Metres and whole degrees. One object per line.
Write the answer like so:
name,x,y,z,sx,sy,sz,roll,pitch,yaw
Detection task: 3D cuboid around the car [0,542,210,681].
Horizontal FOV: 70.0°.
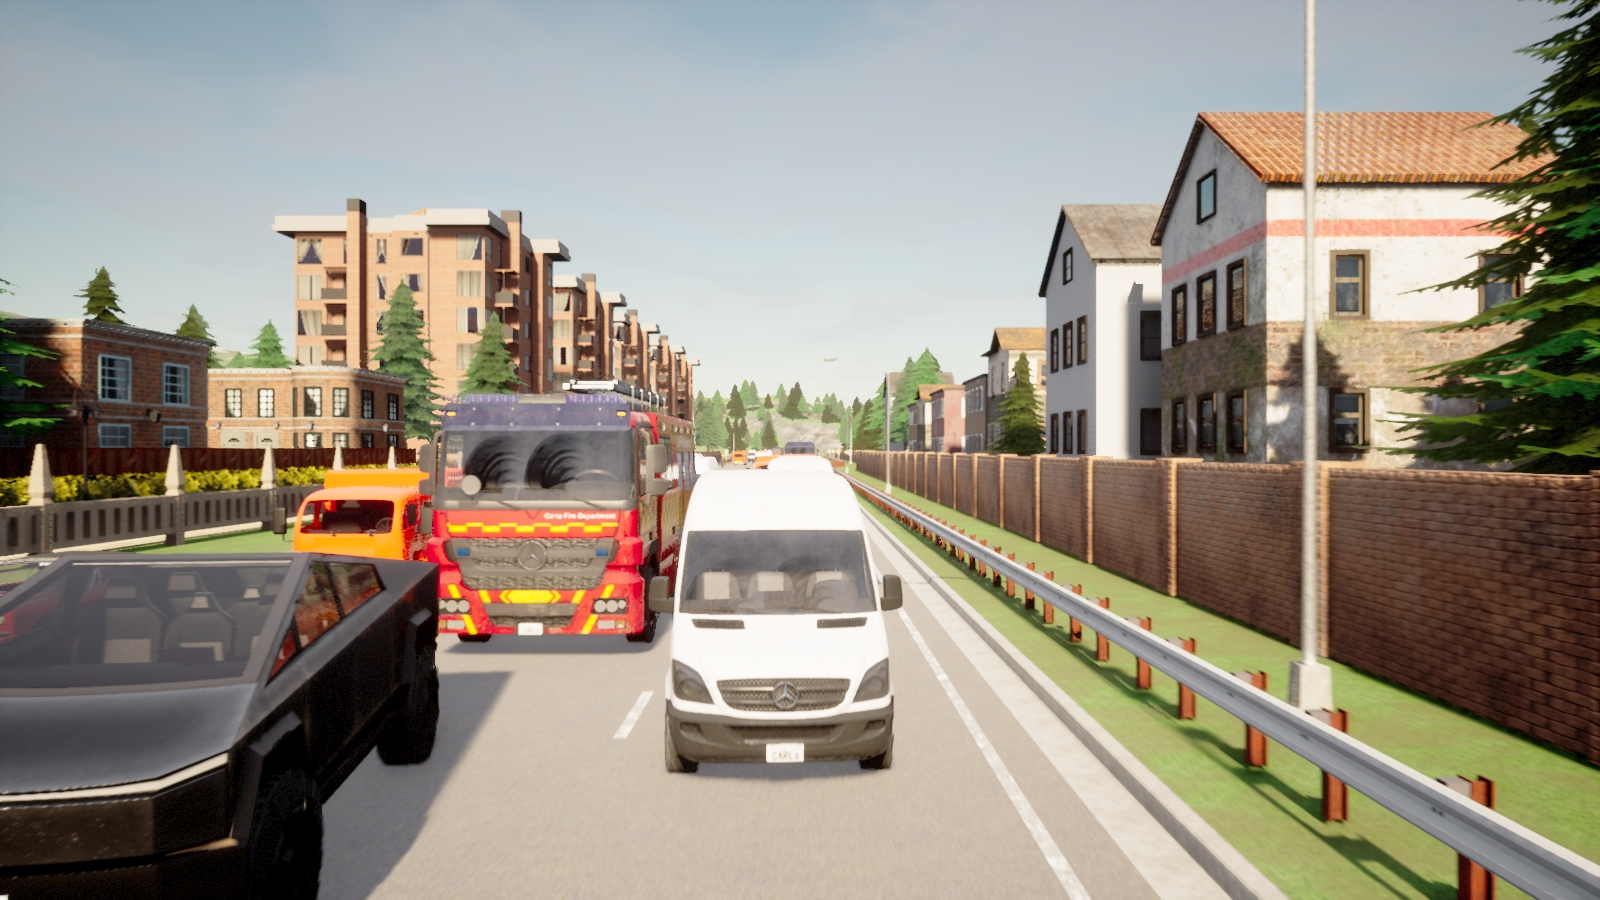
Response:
car,-10.509,2.144,16.164,1.895,1.301,4.718,0,0,0

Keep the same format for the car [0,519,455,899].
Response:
car,-4.201,1.747,8.188,2.390,2.098,6.274,0,0,-8

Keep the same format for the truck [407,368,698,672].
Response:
truck,-3.497,0.878,18.605,2.891,3.827,8.468,0,0,0

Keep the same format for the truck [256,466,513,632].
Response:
truck,-7.004,1.556,20.063,2.627,2.467,5.204,0,0,0

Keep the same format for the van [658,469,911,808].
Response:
van,-0.302,1.526,11.947,1.988,2.561,5.915,0,0,-4
